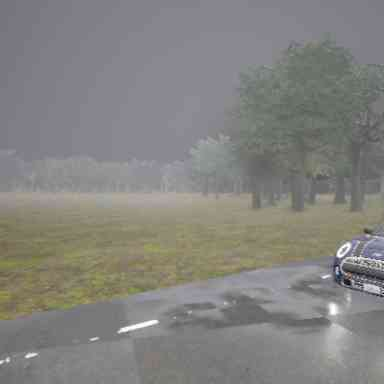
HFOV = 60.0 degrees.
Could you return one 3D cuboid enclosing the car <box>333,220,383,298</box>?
[{"bbox_3d":[5.331,1.285,7.771,4.553,1.767,2.097,0,1,-35],"label":"car"}]
